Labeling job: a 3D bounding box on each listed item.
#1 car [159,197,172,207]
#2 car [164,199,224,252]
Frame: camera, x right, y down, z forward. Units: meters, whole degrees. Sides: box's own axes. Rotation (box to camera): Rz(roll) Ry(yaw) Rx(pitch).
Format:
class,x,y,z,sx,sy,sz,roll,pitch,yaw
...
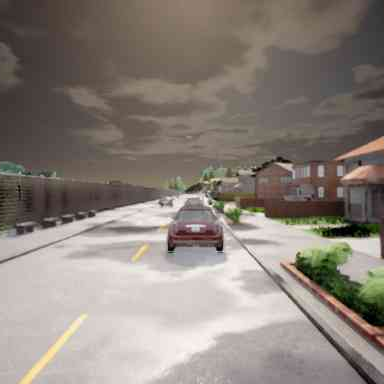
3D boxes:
class,x,y,z,sx,sy,sz,roll,pitch,yaw
car,-3.914,1.508,51.337,2.128,1.511,4.902,0,0,1
car,0.134,1.357,14.036,2.097,1.767,4.553,0,0,0
